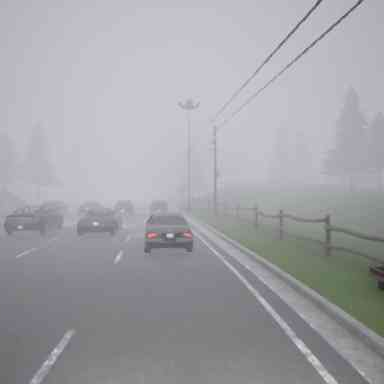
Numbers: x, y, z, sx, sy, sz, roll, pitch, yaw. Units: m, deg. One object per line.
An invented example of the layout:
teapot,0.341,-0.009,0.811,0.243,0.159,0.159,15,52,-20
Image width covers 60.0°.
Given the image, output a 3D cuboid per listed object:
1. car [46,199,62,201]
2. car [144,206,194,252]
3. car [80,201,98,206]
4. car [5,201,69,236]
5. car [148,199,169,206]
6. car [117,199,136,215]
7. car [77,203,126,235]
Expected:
car,-13.915,1.527,33.681,1.837,1.490,4.892,0,0,-7
car,-1.042,1.550,13.993,2.033,1.411,5.357,0,0,-6
car,-10.512,1.581,34.706,1.994,1.385,4.181,0,0,-7
car,-8.598,1.505,18.543,2.128,1.511,4.902,0,0,-6
car,-3.489,1.512,34.924,1.837,1.490,4.892,0,0,-7
car,-6.964,1.517,34.511,1.837,1.490,4.892,0,0,-7
car,-5.107,1.572,18.792,1.994,1.385,4.181,0,0,-6
